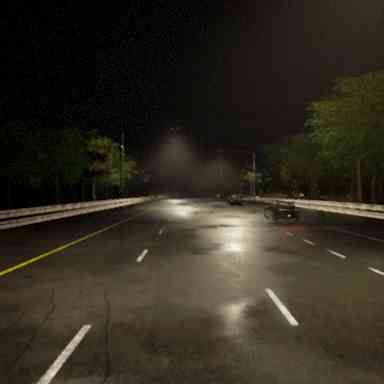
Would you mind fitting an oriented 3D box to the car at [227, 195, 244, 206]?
[{"bbox_3d":[6.998,1.569,54.757,1.994,1.385,4.181,0,0,0],"label":"car"}]

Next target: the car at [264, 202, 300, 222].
[{"bbox_3d":[6.999,1.494,26.269,2.128,1.511,4.902,0,0,0],"label":"car"}]
